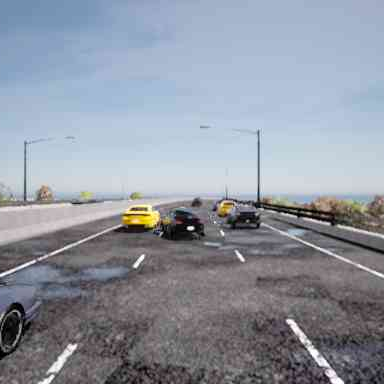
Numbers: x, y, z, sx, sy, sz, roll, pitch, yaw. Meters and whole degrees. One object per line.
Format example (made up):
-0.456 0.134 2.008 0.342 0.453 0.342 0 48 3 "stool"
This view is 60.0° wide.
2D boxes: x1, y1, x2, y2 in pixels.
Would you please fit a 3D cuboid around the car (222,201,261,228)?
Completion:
3.543 1.644 23.323 2.128 1.511 4.902 0 0 0 "car"

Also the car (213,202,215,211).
3.870 1.764 45.166 2.033 1.649 4.856 0 -1 1 "car"

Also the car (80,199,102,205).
-16.910 1.923 57.104 1.882 1.535 5.008 0 -1 2 "car"

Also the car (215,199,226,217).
3.672 1.715 34.244 1.882 1.535 5.008 0 0 1 "car"

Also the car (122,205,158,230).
-3.355 1.624 22.432 1.882 1.535 5.008 0 0 0 "car"

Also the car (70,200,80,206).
-20.305 2.073 59.945 1.895 1.301 4.718 0 -1 2 "car"

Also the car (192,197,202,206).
0.917 2.002 63.035 1.837 1.490 4.892 0 0 2 "car"

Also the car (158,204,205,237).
-0.549 1.645 18.710 1.812 1.442 4.674 -1 0 -12 "car"

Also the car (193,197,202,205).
1.368 1.985 77.685 2.097 1.767 4.553 0 -1 2 "car"

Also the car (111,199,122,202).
-13.345 2.011 59.107 2.033 1.411 5.357 0 -1 2 "car"

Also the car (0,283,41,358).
-3.408 1.567 3.010 2.033 1.411 5.357 0 0 0 "car"
